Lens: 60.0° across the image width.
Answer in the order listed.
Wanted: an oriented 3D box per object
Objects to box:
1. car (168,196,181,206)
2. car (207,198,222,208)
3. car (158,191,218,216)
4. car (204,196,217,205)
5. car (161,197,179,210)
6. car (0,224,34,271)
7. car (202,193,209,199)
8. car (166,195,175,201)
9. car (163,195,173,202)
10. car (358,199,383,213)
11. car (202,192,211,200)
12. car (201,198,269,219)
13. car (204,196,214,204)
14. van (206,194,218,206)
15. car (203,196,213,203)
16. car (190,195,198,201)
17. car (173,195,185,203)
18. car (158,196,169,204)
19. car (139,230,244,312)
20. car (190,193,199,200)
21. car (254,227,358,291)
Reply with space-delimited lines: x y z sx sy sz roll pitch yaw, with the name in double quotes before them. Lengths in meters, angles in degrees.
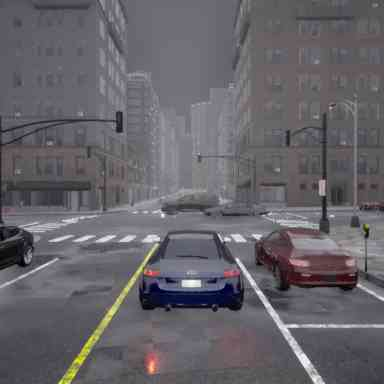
"car" -2.753 1.428 53.808 1.812 1.442 4.674 0 0 0
"car" 3.034 1.508 45.929 1.802 1.307 4.206 0 0 0
"car" -0.083 1.198 31.270 5.566 2.045 2.150 0 0 0
"car" 3.129 1.437 57.032 1.887 1.381 4.507 0 0 0
"car" -2.838 1.437 43.904 1.837 1.490 4.892 0 0 2
"car" -5.766 1.564 8.722 1.947 1.339 4.313 0 0 0
"car" 3.816 1.145 93.078 1.882 1.535 5.008 0 0 0
"car" -5.203 1.349 79.322 1.802 1.307 4.206 0 0 0
"car" -5.251 1.358 73.770 2.008 1.369 4.403 0 0 0
"car" 18.294 1.290 31.203 4.718 1.301 1.895 -1 0 0
"car" 3.722 0.938 86.107 2.150 2.045 5.566 0 0 0
"car" 3.651 1.495 28.018 5.357 1.411 2.033 -1 0 0
"car" 3.178 1.453 62.587 1.802 1.307 4.206 0 0 0
"van" 3.081 1.250 51.480 1.690 1.788 3.998 0 0 0
"car" 3.227 1.425 68.138 1.802 1.307 4.206 0 0 0
"car" 0.516 1.319 74.368 1.812 1.442 4.674 0 0 0
"car" -2.584 1.342 66.397 2.128 1.511 4.902 0 0 1
"car" -5.349 1.453 62.664 1.802 1.307 4.206 0 0 0
"car" 0.002 1.562 7.799 1.994 1.385 4.181 0 0 0
"car" 0.601 1.088 84.368 2.128 1.511 4.902 0 0 0
"car" 2.759 1.580 8.720 1.802 1.307 4.206 0 0 0
